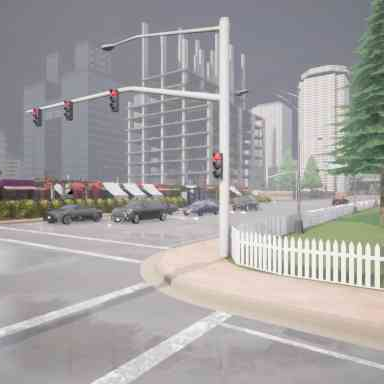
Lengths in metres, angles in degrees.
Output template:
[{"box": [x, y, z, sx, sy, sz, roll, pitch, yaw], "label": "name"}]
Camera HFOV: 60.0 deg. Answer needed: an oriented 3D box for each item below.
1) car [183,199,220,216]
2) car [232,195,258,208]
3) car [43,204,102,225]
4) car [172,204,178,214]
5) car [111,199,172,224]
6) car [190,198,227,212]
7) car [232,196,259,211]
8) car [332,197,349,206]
[{"box": [0.994, 1.526, 32.459, 1.812, 1.442, 4.674, 0, 0, 34], "label": "car"}, {"box": [7.846, 1.352, 48.796, 2.097, 1.767, 4.553, 0, 0, 34], "label": "car"}, {"box": [-8.663, 1.564, 24.438, 1.994, 1.385, 4.181, 0, 0, 34], "label": "car"}, {"box": [-3.488, 1.547, 32.098, 2.033, 1.411, 5.357, 0, 0, 34], "label": "car"}, {"box": [-3.951, 1.352, 25.160, 2.097, 1.767, 4.553, 0, 0, 34], "label": "car"}, {"box": [2.150, 1.547, 40.438, 2.033, 1.411, 5.357, 0, 0, 34], "label": "car"}, {"box": [6.623, 1.505, 40.790, 1.837, 1.490, 4.892, 0, 0, 34], "label": "car"}, {"box": [24.017, 1.478, 53.697, 1.882, 1.535, 5.008, 0, 0, 34], "label": "car"}]
